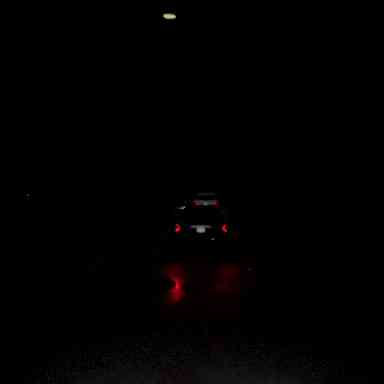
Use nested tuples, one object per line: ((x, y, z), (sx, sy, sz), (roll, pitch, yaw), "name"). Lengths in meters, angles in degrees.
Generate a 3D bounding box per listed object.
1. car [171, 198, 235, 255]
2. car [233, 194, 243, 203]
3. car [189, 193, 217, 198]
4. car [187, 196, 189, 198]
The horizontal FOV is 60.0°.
((0.387, 1.283, 13.170), (2.097, 1.767, 4.553), (0, 0, 2), "car")
((8.790, 1.211, 63.865), (1.970, 1.475, 3.806), (0, 0, 10), "car")
((1.319, 1.086, 29.275), (2.150, 2.045, 5.566), (0, 0, 5), "car")
((0.072, 1.279, 47.994), (1.882, 1.535, 5.008), (0, 0, 7), "car")
